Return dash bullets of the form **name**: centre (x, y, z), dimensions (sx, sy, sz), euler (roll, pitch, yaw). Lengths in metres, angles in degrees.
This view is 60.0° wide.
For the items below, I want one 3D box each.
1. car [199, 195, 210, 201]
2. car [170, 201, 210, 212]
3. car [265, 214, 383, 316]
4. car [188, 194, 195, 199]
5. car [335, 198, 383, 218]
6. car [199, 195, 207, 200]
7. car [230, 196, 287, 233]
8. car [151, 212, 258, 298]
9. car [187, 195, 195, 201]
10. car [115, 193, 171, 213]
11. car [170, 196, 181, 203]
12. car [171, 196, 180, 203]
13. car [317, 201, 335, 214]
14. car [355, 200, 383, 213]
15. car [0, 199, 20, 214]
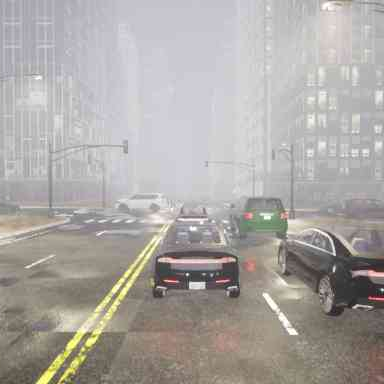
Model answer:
- **car**: centre (3.045, 1.482, 76.280), dimensions (1.994, 1.385, 4.181), euler (0, 0, 0)
- **car**: centre (0.051, 1.482, 17.656), dimensions (2.128, 1.511, 4.902), euler (0, 0, 0)
- **car**: centre (3.327, 1.488, 7.462), dimensions (2.128, 1.511, 4.902), euler (0, 0, 0)
- **car**: centre (-0.247, 1.333, 91.270), dimensions (1.895, 1.301, 4.718), euler (0, 0, 0)
- **car**: centre (16.119, 1.518, 30.076), dimensions (5.009, 1.841, 2.192), euler (1, 0, 1)
- **car**: centre (3.004, 1.501, 91.277), dimensions (1.895, 1.301, 4.718), euler (0, 0, 0)
- **car**: centre (3.303, 1.212, 17.304), dimensions (2.150, 2.045, 5.566), euler (0, 0, 0)
- **car**: centre (0.077, 1.487, 8.472), dimensions (2.128, 1.511, 4.902), euler (0, 0, 0)
- **car**: centre (-0.218, 1.454, 80.822), dimensions (2.033, 1.411, 5.357), euler (0, 0, 0)
- **car**: centre (-5.473, 1.138, 36.130), dimensions (5.566, 2.045, 2.150), euler (1, 1, 1)
- **car**: centre (-3.442, 1.490, 70.586), dimensions (1.994, 1.385, 4.181), euler (0, 0, 0)
- **car**: centre (-3.481, 1.453, 51.349), dimensions (2.128, 1.511, 4.902), euler (0, 0, 0)
- **car**: centre (16.046, 1.612, 35.867), dimensions (4.892, 1.490, 1.837), euler (0, 1, 1)
- **car**: centre (21.705, 1.641, 38.377), dimensions (4.829, 1.417, 1.752), euler (1, 0, 1)
- **car**: centre (-19.483, 1.406, 33.154), dimensions (4.181, 1.385, 1.994), euler (1, 1, 1)
